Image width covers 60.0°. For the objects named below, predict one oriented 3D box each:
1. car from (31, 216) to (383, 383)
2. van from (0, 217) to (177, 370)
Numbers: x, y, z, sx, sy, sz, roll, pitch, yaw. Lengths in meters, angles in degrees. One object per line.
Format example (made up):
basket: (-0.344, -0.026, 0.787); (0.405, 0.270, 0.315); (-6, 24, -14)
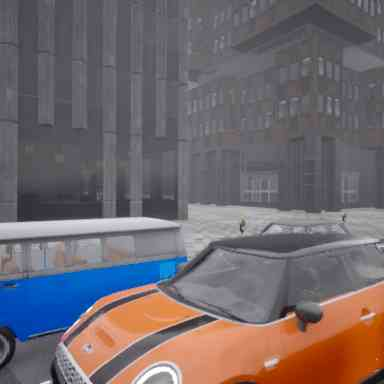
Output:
car: (0.804, 1.353, 3.947); (4.553, 1.767, 2.097); (0, 0, -35)
van: (-1.962, 1.341, 5.247); (3.998, 1.788, 1.690); (0, 0, -35)
